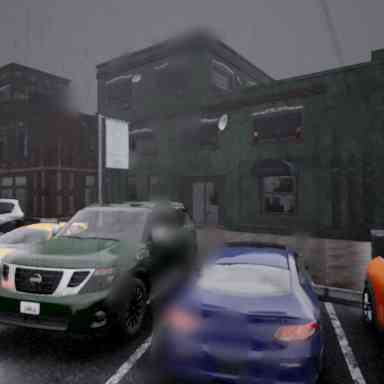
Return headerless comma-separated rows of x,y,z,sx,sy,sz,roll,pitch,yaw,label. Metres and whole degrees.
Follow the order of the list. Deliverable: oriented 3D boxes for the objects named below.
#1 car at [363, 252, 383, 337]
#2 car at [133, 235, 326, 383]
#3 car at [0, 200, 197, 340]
3.470,1.359,3.672,2.185,1.767,4.553,0,-1,15,car
1.007,1.530,5.378,2.002,1.452,4.674,0,-1,15,car
-1.425,1.245,7.098,2.435,2.045,5.566,1,-1,15,car
